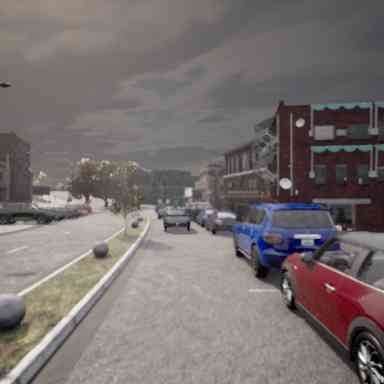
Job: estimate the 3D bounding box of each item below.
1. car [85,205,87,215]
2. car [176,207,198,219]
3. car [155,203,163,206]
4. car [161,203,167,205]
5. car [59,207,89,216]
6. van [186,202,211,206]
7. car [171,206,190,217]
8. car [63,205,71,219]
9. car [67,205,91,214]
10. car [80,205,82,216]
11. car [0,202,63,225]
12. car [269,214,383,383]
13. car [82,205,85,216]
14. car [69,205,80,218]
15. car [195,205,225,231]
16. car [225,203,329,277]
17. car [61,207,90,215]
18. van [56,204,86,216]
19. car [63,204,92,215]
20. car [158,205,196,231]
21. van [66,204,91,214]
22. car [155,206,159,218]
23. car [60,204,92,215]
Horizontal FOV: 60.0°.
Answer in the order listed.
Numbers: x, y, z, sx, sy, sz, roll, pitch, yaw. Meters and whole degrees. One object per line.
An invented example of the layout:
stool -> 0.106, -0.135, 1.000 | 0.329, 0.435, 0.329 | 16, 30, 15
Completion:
car -> -18.769, 3.042, 49.984 | 4.674, 1.452, 2.002 | 0, -2, -11
car -> -0.738, 2.675, 43.913 | 2.163, 1.488, 4.792 | 0, -2, -9
car -> -6.332, 3.233, 69.542 | 2.150, 2.045, 5.566 | 0, -2, -14
car -> -3.987, 3.260, 59.848 | 1.882, 1.535, 5.008 | 0, -2, -13
car -> -20.546, 3.348, 57.957 | 4.674, 1.452, 2.002 | 0, -2, -13
van -> 0.851, 2.002, 33.048 | 1.878, 1.987, 4.442 | 0, -2, -6
car -> -1.703, 2.859, 49.318 | 2.097, 1.535, 5.008 | 0, -2, -10
car -> -16.288, 2.476, 36.441 | 4.792, 1.488, 2.163 | 0, -2, -8
car -> -23.274, 3.557, 68.452 | 4.553, 1.767, 2.185 | 0, -2, -15
car -> -17.741, 2.817, 44.627 | 4.792, 1.488, 2.163 | 0, -2, -10
car -> -15.524, 1.986, 31.043 | 5.566, 2.045, 2.435 | 0, -2, -7
car -> 2.941, 1.417, 5.271 | 2.185, 1.767, 4.553 | 0, -1, -1
car -> -18.197, 2.925, 47.315 | 4.792, 1.488, 2.163 | 0, -2, -11
car -> -17.220, 2.678, 41.948 | 4.892, 1.521, 2.231 | 0, -2, -10
car -> 1.480, 2.082, 27.406 | 2.002, 1.452, 4.674 | 0, -2, -6
car -> 2.757, 1.383, 10.879 | 2.435, 2.045, 5.566 | 0, -1, -2
car -> -21.142, 3.432, 60.503 | 4.792, 1.488, 2.163 | 0, -2, -14
van -> -20.047, 2.983, 55.299 | 4.442, 1.987, 1.878 | 0, -2, -13
car -> -19.153, 3.103, 52.692 | 5.366, 1.575, 1.946 | 0, -2, -12
car -> -1.192, 1.973, 24.387 | 2.128, 1.511, 4.902 | 0, -2, -6
van -> -22.436, 3.365, 65.827 | 4.442, 1.987, 1.878 | 0, -2, -15
car -> -3.367, 2.689, 41.565 | 1.895, 1.301, 4.718 | 0, -2, -9
car -> -21.877, 3.247, 63.138 | 5.566, 2.045, 2.435 | 0, -2, -14
